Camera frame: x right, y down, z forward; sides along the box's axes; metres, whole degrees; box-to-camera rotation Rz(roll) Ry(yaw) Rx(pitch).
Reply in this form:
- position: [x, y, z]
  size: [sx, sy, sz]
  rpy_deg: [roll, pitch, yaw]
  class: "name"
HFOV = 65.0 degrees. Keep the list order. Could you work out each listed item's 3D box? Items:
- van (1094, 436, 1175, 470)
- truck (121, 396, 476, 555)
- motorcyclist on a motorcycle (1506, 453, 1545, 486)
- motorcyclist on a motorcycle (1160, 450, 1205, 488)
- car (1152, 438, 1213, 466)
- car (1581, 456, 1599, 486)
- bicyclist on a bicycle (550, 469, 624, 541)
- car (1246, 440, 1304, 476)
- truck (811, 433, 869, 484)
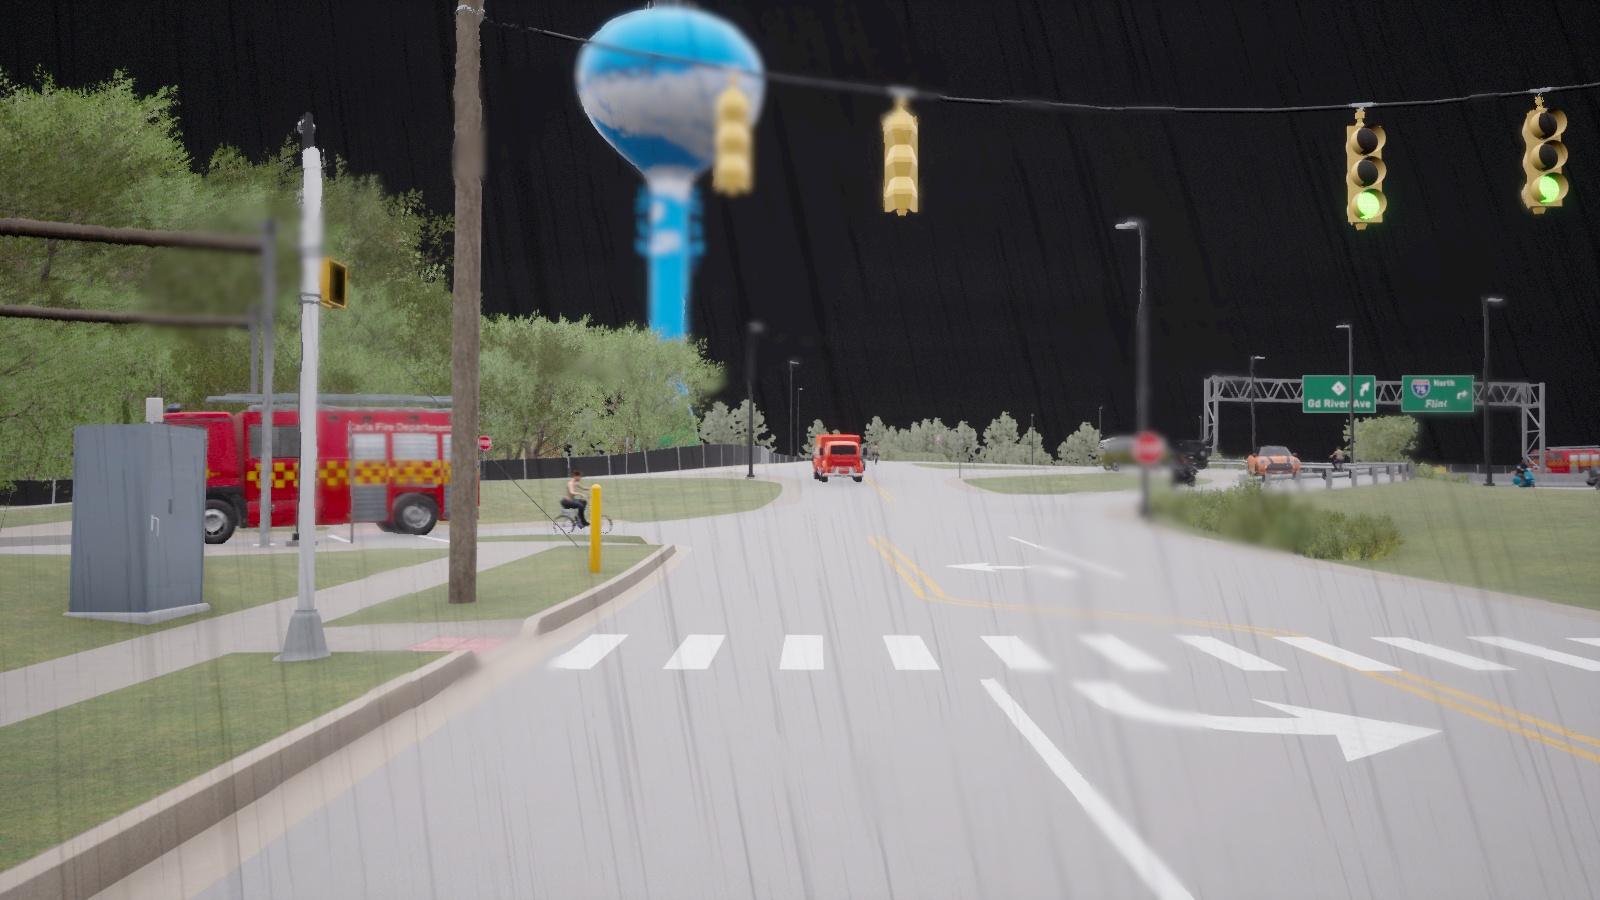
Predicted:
- position: [20.494, 0.174, 77.027]
  size: [4.442, 1.987, 1.775]
  rpy_deg: [-1, 1, -8]
  class: "van"
- position: [-13.337, 0.600, 33.662]
  size: [8.468, 3.827, 2.891]
  rpy_deg: [-1, -2, -29]
  class: "truck"
- position: [35.307, 0.943, 61.158]
  size: [0.866, 1.590, 1.817]
  rpy_deg: [0, -1, 1]
  class: "motorcyclist on a motorcycle"
- position: [16.376, 0.819, 53.747]
  size: [2.044, 1.523, 0.797]
  rpy_deg: [-2, -1, -40]
  class: "motorcyclist on a motorcycle"
- position: [26.039, 0.138, 85.520]
  size: [1.905, 1.878, 3.866]
  rpy_deg: [1, 0, -23]
  class: "car"
- position: [38.773, 0.967, 58.052]
  size: [2.033, 1.411, 5.357]
  rpy_deg: [0, -1, 1]
  class: "car"
- position: [-5.170, 1.326, 30.547]
  size: [1.509, 1.612, 0.866]
  rpy_deg: [-2, 3, 8]
  class: "bicyclist on a bicycle"
- position: [24.414, 0.379, 64.694]
  size: [2.097, 1.767, 4.553]
  rpy_deg: [-1, 0, 12]
  class: "car"
- position: [2.105, 0.419, 67.222]
  size: [2.627, 2.467, 5.204]
  rpy_deg: [0, 2, -3]
  class: "truck"
